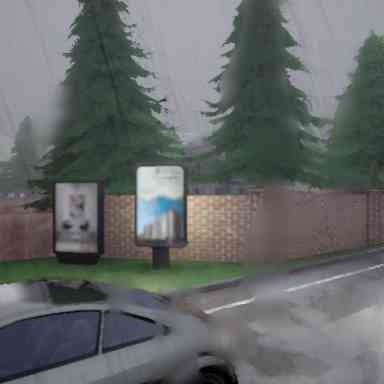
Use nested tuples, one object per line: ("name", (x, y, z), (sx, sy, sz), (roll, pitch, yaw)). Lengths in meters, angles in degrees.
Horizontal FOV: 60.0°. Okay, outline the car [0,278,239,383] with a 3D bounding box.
("car", (-1.609, 1.564, 2.834), (4.181, 1.385, 1.994), (0, 0, -35))
